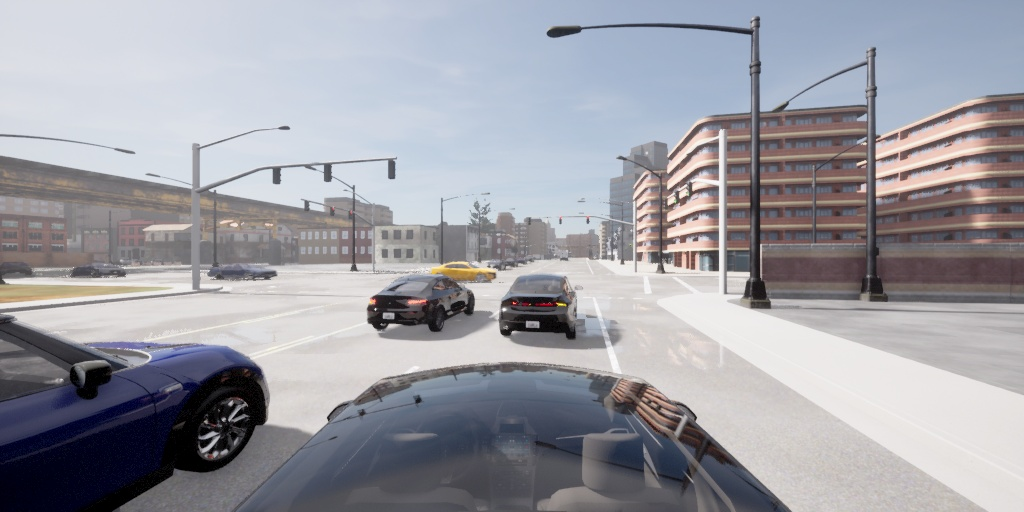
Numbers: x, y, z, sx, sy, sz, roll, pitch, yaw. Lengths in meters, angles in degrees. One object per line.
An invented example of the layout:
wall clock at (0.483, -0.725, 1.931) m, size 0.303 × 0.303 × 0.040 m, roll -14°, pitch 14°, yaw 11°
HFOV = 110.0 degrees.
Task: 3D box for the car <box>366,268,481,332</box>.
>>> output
car at (-2.536, 1.276, 10.873) m, size 1.812 × 1.442 × 4.674 m, roll 0°, pitch 0°, yaw 11°

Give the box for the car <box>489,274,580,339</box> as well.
car at (0.909, 1.255, 10.232) m, size 1.837 × 1.490 × 4.892 m, roll 0°, pitch 0°, yaw 11°

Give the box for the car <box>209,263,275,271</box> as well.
car at (-22.657, 1.297, 30.174) m, size 5.357 × 1.411 × 2.033 m, roll 0°, pitch 0°, yaw 10°

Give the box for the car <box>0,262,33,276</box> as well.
car at (-51.217, 1.297, 36.977) m, size 5.357 × 1.411 × 2.033 m, roll 0°, pitch 0°, yaw 33°

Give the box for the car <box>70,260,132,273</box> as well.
car at (-37.952, 1.314, 32.928) m, size 4.181 × 1.385 × 1.994 m, roll 0°, pitch 0°, yaw 11°

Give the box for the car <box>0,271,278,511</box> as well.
car at (-3.858, 1.102, 2.096) m, size 2.097 × 1.767 × 4.553 m, roll 0°, pitch 0°, yaw 6°

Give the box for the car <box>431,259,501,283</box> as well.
car at (-3.637, 1.201, 26.895) m, size 5.008 × 1.535 × 1.882 m, roll 0°, pitch 0°, yaw 10°

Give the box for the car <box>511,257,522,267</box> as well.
car at (-0.228, 0.957, 57.287) m, size 1.882 × 1.535 × 5.008 m, roll 0°, pitch 1°, yaw 11°

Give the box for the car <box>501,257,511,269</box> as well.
car at (-2.028, 1.106, 48.010) m, size 2.128 × 1.511 × 4.902 m, roll 0°, pitch 1°, yaw 11°
